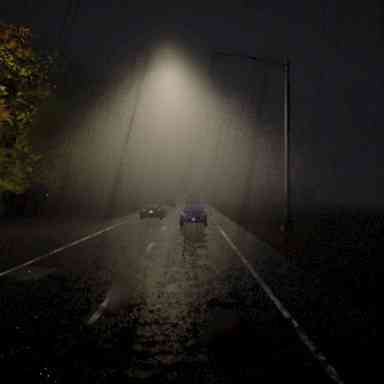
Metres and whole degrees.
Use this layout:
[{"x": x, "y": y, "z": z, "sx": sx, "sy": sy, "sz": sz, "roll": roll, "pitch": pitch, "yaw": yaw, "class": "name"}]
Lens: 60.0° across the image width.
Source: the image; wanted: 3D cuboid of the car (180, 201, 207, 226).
[{"x": 0.092, "y": 1.590, "z": 23.882, "sx": 1.812, "sy": 1.442, "sz": 4.674, "roll": 0, "pitch": 0, "yaw": 0, "class": "car"}]

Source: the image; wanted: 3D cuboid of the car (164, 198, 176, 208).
[{"x": -3.411, "y": 1.628, "z": 49.200, "sx": 1.837, "sy": 1.490, "sz": 4.892, "roll": 0, "pitch": 0, "yaw": 0, "class": "car"}]

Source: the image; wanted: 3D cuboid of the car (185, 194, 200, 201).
[{"x": 0.087, "y": 1.355, "z": 53.615, "sx": 2.150, "sy": 2.045, "sz": 5.566, "roll": 0, "pitch": 0, "yaw": 0, "class": "car"}]

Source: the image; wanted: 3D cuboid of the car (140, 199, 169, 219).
[{"x": -3.407, "y": 1.642, "z": 29.742, "sx": 1.994, "sy": 1.385, "sz": 4.181, "roll": 0, "pitch": 0, "yaw": 0, "class": "car"}]
